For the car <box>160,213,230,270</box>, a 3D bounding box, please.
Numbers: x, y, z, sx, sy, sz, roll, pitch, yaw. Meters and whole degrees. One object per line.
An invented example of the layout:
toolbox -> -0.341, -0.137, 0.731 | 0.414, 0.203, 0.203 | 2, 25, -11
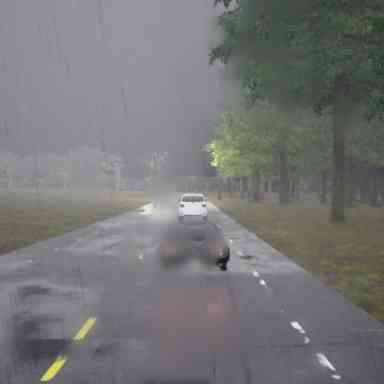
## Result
car -> 0.083, 1.598, 10.967 | 1.895, 1.301, 4.718 | 0, 0, 0

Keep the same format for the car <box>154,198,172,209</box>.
car -> -3.587, 1.442, 41.466 | 1.895, 1.301, 4.718 | 0, 1, 0

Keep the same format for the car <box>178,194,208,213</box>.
car -> 0.088, 1.169, 26.745 | 2.150, 2.045, 5.566 | 0, 0, 0
